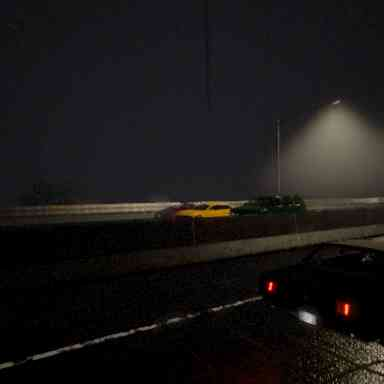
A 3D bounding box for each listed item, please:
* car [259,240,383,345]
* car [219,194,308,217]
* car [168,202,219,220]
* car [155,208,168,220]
[{"bbox_3d":[3.540,1.580,6.234,4.718,1.301,1.895,0,0,-35],"label":"car"},{"bbox_3d":[4.646,1.179,20.077,5.566,2.045,2.150,0,0,-35],"label":"car"},{"bbox_3d":[1.194,1.439,21.931,5.008,1.535,1.882,0,0,-35],"label":"car"},{"bbox_3d":[-0.682,1.525,24.890,4.181,1.385,1.994,0,0,-35],"label":"car"}]
